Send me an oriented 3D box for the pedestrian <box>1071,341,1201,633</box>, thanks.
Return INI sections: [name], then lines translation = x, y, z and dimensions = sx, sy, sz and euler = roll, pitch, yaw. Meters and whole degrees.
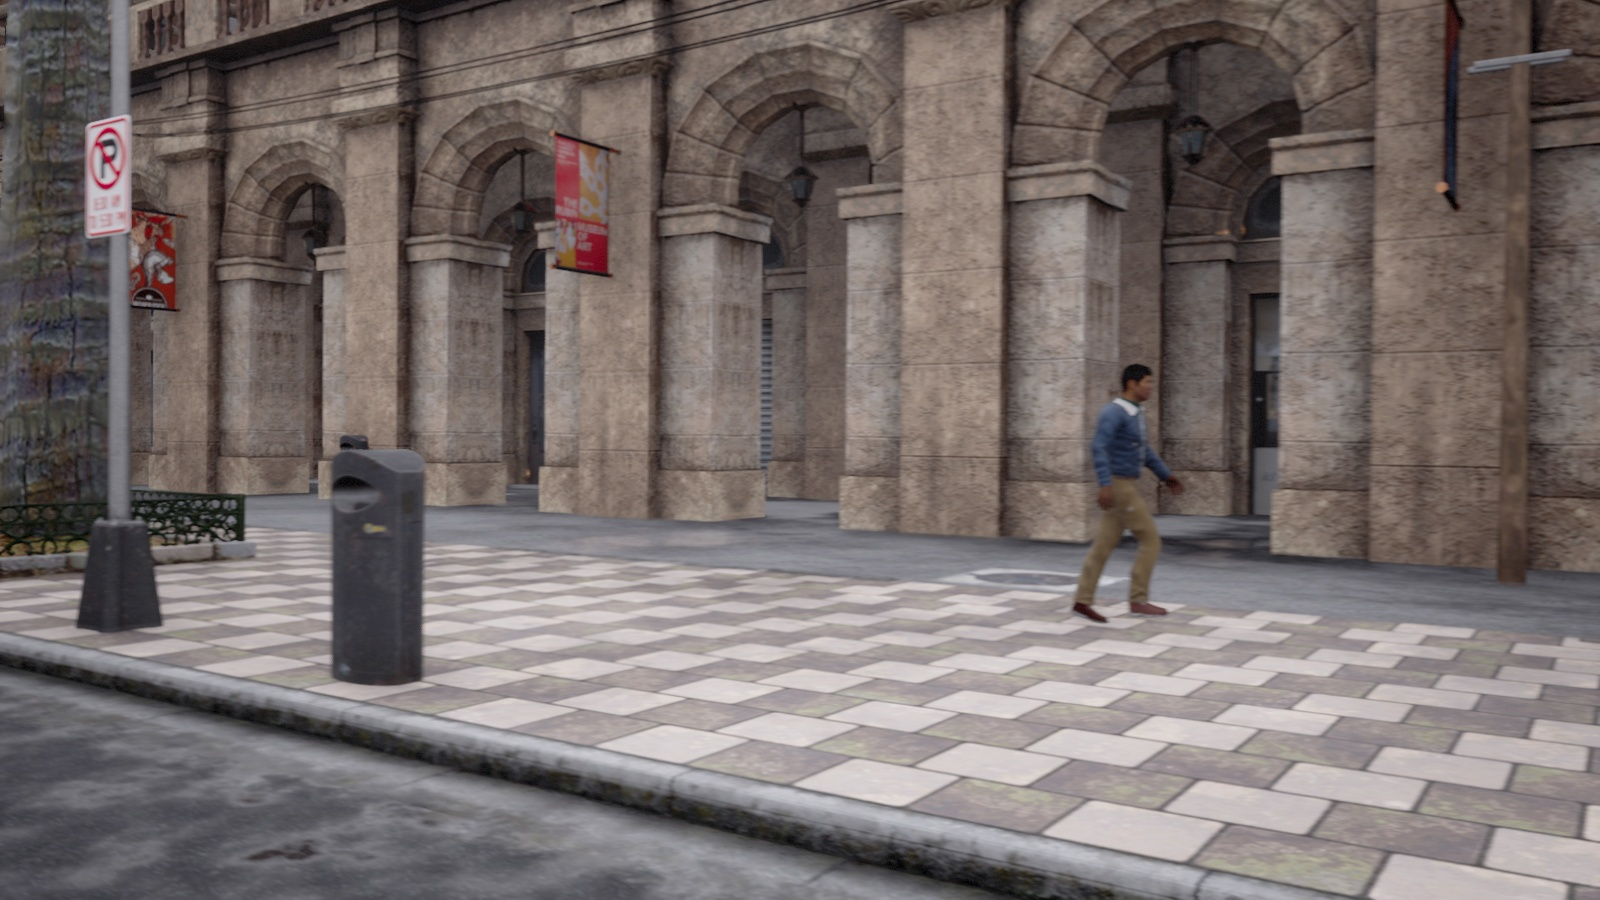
[pedestrian]
translation = 2.339, 0.247, 8.744
dimensions = 0.788, 1.949, 0.423
euler = 0, 1, 28
